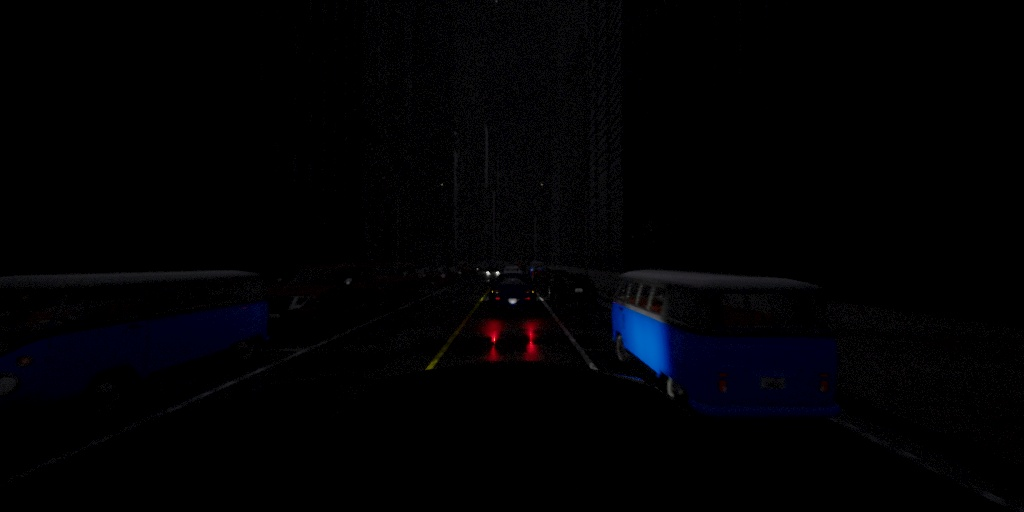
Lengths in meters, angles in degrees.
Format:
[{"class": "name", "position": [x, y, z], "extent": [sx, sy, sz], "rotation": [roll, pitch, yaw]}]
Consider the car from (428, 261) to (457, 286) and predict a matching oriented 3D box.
[{"class": "car", "position": [-5.776, 1.466, 28.055], "extent": [1.967, 1.591, 4.097], "rotation": [0, 0, 0]}]

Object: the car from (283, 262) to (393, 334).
[{"class": "car", "position": [-5.768, 1.163, 11.228], "extent": [2.192, 1.841, 5.009], "rotation": [0, 0, 0]}]

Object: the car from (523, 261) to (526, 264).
[{"class": "car", "position": [2.740, 1.647, 44.901], "extent": [1.967, 1.591, 4.097], "rotation": [0, 0, 0]}]

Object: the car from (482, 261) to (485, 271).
[{"class": "car", "position": [-5.793, 1.944, 61.710], "extent": [2.007, 1.370, 4.403], "rotation": [0, 0, 0]}]

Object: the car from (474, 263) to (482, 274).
[{"class": "car", "position": [-5.788, 1.835, 50.492], "extent": [1.948, 1.339, 4.313], "rotation": [0, 0, 0]}]

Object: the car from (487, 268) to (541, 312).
[{"class": "car", "position": [0.043, 1.412, 14.866], "extent": [1.812, 1.442, 4.674], "rotation": [0, 0, 0]}]

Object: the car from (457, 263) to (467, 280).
[{"class": "car", "position": [-5.779, 1.637, 33.664], "extent": [2.007, 1.370, 4.403], "rotation": [0, 0, 0]}]

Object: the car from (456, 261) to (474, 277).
[{"class": "car", "position": [-5.782, 1.461, 39.273], "extent": [2.192, 1.841, 5.009], "rotation": [0, 0, 0]}]

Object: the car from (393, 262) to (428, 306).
[{"class": "car", "position": [-5.771, 1.222, 16.836], "extent": [2.192, 1.841, 5.009], "rotation": [0, 0, 0]}]

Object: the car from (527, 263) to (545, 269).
[{"class": "car", "position": [2.746, 1.632, 33.684], "extent": [1.888, 1.381, 4.507], "rotation": [0, 0, 0]}]

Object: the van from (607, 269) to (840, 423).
[{"class": "van", "position": [2.760, 1.131, 5.640], "extent": [1.690, 1.789, 3.998], "rotation": [0, 0, 0]}]

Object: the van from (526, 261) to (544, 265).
[{"class": "van", "position": [2.743, 1.488, 39.292], "extent": [1.690, 1.789, 3.998], "rotation": [0, 0, 0]}]

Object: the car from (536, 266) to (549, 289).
[{"class": "car", "position": [2.752, 1.532, 22.466], "extent": [1.948, 1.339, 4.313], "rotation": [0, 0, 0]}]

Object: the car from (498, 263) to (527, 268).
[{"class": "car", "position": [0.035, 1.572, 29.924], "extent": [1.812, 1.442, 4.674], "rotation": [0, 0, 0]}]

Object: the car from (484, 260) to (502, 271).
[{"class": "car", "position": [-3.086, 1.873, 59.422], "extent": [1.837, 1.490, 4.892], "rotation": [0, -1, 0]}]

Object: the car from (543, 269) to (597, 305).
[{"class": "car", "position": [2.754, 1.473, 16.857], "extent": [1.948, 1.339, 4.313], "rotation": [0, 0, 0]}]

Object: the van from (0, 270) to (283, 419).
[{"class": "van", "position": [-5.765, 1.131, 5.618], "extent": [1.690, 1.789, 3.998], "rotation": [0, 0, 0]}]
